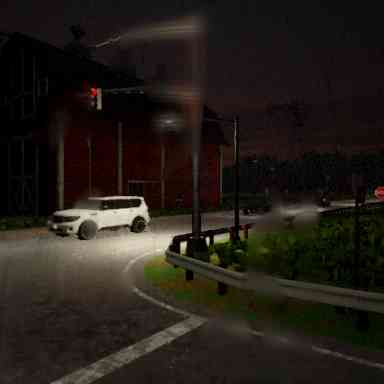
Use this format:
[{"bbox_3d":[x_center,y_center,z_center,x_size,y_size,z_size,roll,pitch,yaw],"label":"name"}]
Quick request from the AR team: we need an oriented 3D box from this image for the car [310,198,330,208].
[{"bbox_3d":[18.889,1.607,48.946,1.994,1.385,4.181,0,0,37],"label":"car"}]

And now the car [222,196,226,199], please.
[{"bbox_3d":[6.341,1.532,78.050,1.816,1.474,4.193,0,0,36],"label":"car"}]

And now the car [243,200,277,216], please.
[{"bbox_3d":[6.749,1.531,32.817,1.837,1.490,4.892,0,0,37],"label":"car"}]

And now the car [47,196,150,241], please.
[{"bbox_3d":[-4.651,1.248,17.526,2.150,2.045,5.566,0,0,37],"label":"car"}]

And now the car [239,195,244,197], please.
[{"bbox_3d":[12.940,1.547,89.158,1.784,1.438,3.905,0,0,36],"label":"car"}]
